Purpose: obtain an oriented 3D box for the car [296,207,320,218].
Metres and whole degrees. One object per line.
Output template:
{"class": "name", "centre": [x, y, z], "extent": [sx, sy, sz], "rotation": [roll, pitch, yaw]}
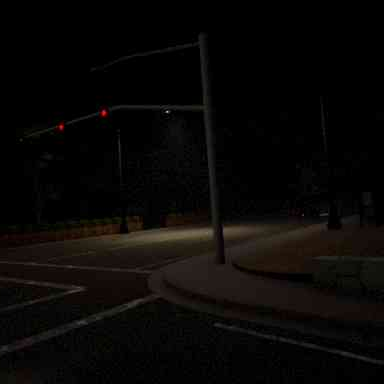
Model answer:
{"class": "car", "centre": [15.483, 2.675, 44.232], "extent": [1.895, 1.301, 4.718], "rotation": [-6, -4, 37]}
